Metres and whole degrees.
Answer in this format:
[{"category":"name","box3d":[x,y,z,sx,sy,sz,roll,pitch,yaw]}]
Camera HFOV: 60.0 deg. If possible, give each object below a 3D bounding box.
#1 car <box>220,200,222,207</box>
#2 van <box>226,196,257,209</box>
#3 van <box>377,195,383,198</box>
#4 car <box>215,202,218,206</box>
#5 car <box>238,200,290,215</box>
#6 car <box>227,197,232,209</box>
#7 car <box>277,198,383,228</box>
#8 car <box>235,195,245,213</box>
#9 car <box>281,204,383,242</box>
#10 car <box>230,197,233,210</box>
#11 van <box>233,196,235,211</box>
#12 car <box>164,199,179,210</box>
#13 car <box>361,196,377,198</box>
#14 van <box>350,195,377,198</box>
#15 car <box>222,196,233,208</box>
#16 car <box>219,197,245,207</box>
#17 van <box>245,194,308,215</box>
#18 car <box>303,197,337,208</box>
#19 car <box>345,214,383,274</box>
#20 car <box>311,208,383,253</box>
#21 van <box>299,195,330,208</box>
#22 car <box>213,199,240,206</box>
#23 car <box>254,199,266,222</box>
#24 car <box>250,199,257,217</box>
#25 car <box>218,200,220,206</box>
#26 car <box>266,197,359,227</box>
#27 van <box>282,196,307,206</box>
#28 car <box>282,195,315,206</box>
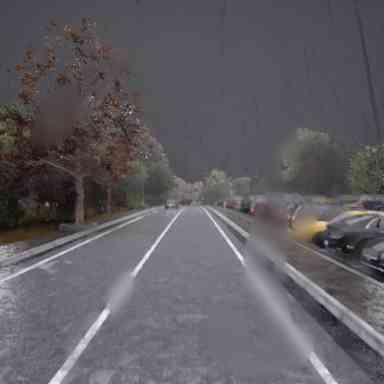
[{"category":"car","box3d":[7.299,1.884,53.097,4.674,1.452,2.002,0,-1,0]},{"category":"van","box3d":[7.396,1.570,50.326,4.442,1.987,1.878,0,-1,0]},{"category":"van","box3d":[20.132,1.185,30.822,4.442,1.987,1.878,0,-1,0]},{"category":"car","box3d":[7.298,1.686,58.654,5.566,2.045,2.435,0,-1,0]},{"category":"car","box3d":[7.216,1.544,33.661,4.792,1.488,2.163,0,-1,0]},{"category":"car","box3d":[7.204,1.686,41.996,4.792,1.488,2.163,0,-1,0]},{"category":"car","box3d":[7.062,1.346,17.031,4.553,1.767,2.185,0,0,0]},{"category":"car","box3d":[7.198,1.232,30.912,5.566,2.045,2.435,0,0,0]},{"category":"car","box3d":[6.893,1.467,14.256,5.366,1.575,1.946,0,0,0]},{"category":"car","box3d":[7.221,1.649,39.218,4.674,1.452,2.002,0,-1,0]},{"category":"van","box3d":[7.084,1.337,36.448,4.442,1.987,1.878,0,-1,0]},{"category":"car","box3d":[-3.046,1.851,49.873,2.128,1.511,4.902,0,-1,0]},{"category":"car","box3d":[20.270,1.439,33.439,5.008,1.535,2.097,0,-1,0]},{"category":"van","box3d":[20.163,1.261,36.213,4.442,1.987,1.878,0,-1,0]},{"category":"car","box3d":[7.270,1.749,47.546,5.008,1.535,2.097,0,-1,0]},{"category":"car","box3d":[7.374,1.861,61.423,4.553,1.767,2.185,0,-1,0]},{"category":"van","box3d":[7.037,1.256,28.136,4.442,1.987,1.878,0,0,0]},{"category":"car","box3d":[20.343,1.642,52.829,4.553,1.767,2.185,0,-1,0]},{"category":"car","box3d":[7.053,1.466,8.702,4.892,1.521,2.231,0,0,0]},{"category":"car","box3d":[7.056,1.468,11.478,4.892,1.521,2.231,0,0,0]},{"category":"van","box3d":[20.506,1.588,55.600,4.442,1.987,1.878,0,-1,0]},{"category":"car","box3d":[7.206,2.172,69.737,5.366,1.575,1.946,0,-1,0]},{"category":"car","box3d":[7.119,1.476,22.583,5.008,1.535,2.097,0,0,0]},{"category":"car","box3d":[7.143,1.519,25.359,4.674,1.452,2.002,0,0,0]},{"category":"car","box3d":[7.342,1.920,55.873,4.792,1.488,2.163,0,-1,0]},{"category":"car","box3d":[7.077,1.349,19.807,4.553,1.767,2.185,0,0,0]},{"category":"van","box3d":[20.570,1.802,66.797,4.442,1.987,1.878,0,-1,0]},{"category":"car","box3d":[20.464,1.711,63.906,5.566,2.045,2.435,0,-1,0]}]
